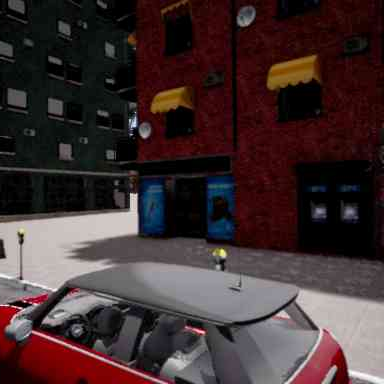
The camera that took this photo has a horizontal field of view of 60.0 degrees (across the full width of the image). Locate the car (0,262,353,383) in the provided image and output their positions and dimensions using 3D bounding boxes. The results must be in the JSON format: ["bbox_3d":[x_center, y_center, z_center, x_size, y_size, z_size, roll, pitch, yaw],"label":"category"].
[{"bbox_3d":[-0.680,1.465,3.362,4.097,1.590,1.967,-1,-1,36],"label":"car"}]
